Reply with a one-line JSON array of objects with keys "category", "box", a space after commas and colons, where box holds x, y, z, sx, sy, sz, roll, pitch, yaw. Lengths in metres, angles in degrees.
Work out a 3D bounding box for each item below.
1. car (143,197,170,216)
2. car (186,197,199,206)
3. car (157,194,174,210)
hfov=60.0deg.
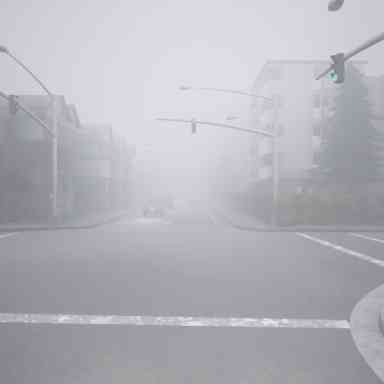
[{"category": "car", "box": [-3.584, 1.491, 32.343, 2.128, 1.511, 4.902, 0, 0, 0]}, {"category": "car", "box": [0.087, 1.526, 53.977, 1.812, 1.442, 4.674, 0, 0, 0]}, {"category": "car", "box": [-3.560, 1.221, 42.919, 2.150, 2.045, 5.566, 0, 0, 0]}]
